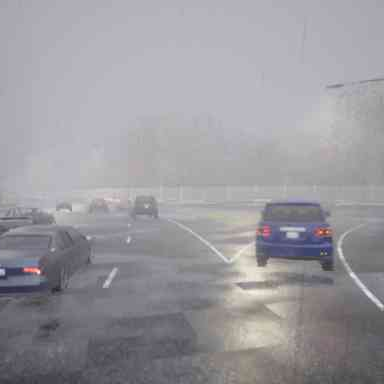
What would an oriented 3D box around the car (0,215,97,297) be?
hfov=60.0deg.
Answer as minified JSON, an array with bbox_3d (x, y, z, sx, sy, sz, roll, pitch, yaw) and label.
[{"bbox_3d":[-3.931,1.586,8.844,2.033,1.411,5.357,0,0,-5],"label":"car"}]

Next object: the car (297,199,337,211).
[{"bbox_3d":[15.270,1.610,40.885,4.181,1.385,1.994,0,0,6],"label":"car"}]

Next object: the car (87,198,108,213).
[{"bbox_3d":[-11.396,1.499,39.939,2.097,1.767,4.553,0,0,-22],"label":"car"}]

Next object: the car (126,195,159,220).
[{"bbox_3d":[-4.374,1.315,29.624,2.150,2.045,5.566,0,0,-15],"label":"car"}]

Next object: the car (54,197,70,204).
[{"bbox_3d":[-29.453,1.861,75.438,1.994,1.385,4.181,0,0,-43],"label":"car"}]

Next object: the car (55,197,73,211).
[{"bbox_3d":[-16.891,1.704,43.789,1.812,1.442,4.674,0,0,-24],"label":"car"}]

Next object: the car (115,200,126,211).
[{"bbox_3d":[-8.560,1.706,42.239,1.994,1.385,4.181,0,0,-22],"label":"car"}]

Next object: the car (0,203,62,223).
[{"bbox_3d":[-8.746,1.572,17.885,2.128,1.511,4.902,0,0,-10],"label":"car"}]

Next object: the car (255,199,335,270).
[{"bbox_3d":[3.503,1.237,11.358,2.150,2.045,5.566,-1,0,18],"label":"car"}]
